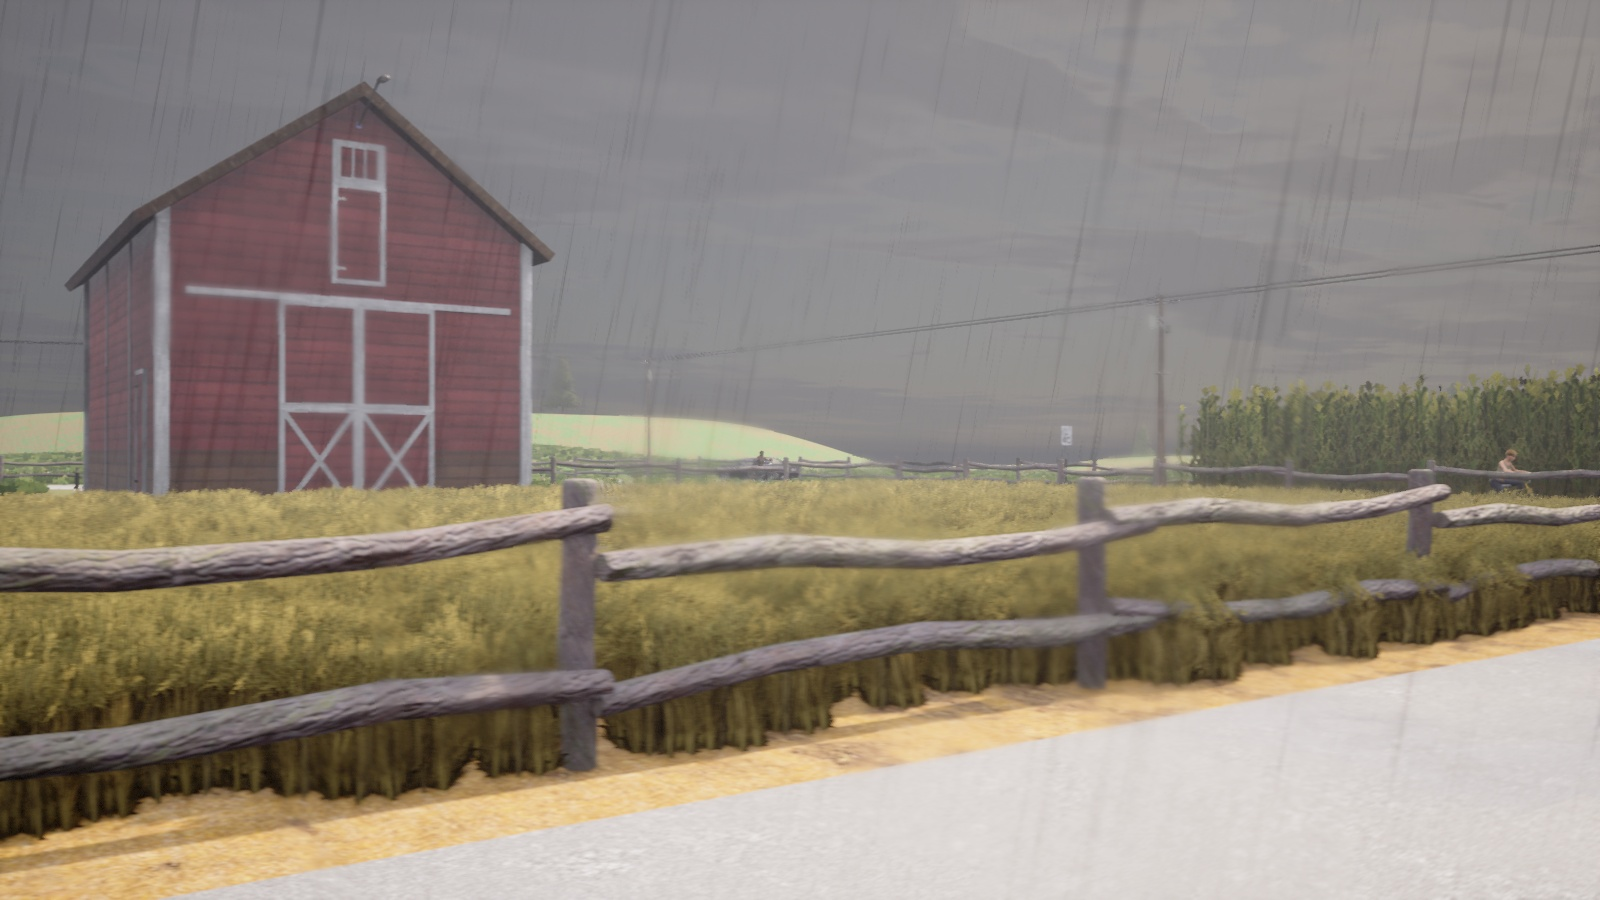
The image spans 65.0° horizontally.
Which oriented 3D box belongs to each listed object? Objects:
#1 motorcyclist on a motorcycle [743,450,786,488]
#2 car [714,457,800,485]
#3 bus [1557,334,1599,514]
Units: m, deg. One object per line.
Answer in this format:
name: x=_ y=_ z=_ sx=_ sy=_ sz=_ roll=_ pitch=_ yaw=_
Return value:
motorcyclist on a motorcycle: x=-1.587 y=0.834 z=55.495 sx=0.766 sy=1.649 sz=2.350 roll=0 pitch=0 yaw=-34
car: x=-2.171 y=1.001 z=61.771 sx=1.895 sy=1.301 sz=4.718 roll=0 pitch=0 yaw=-36
bus: x=21.994 y=-0.613 z=26.410 sx=3.944 sy=4.253 sz=10.273 roll=0 pitch=0 yaw=-19
